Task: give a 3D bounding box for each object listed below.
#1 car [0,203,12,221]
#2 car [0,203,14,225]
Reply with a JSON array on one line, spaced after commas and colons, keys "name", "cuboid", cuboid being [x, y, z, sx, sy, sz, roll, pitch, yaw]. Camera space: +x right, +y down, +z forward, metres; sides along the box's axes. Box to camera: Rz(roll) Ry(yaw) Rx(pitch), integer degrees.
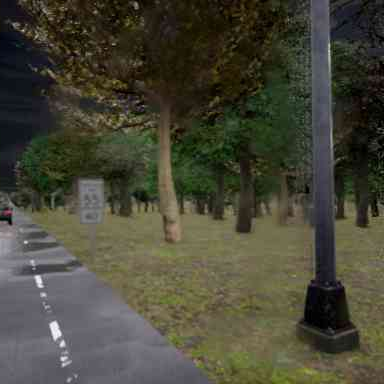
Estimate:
[{"name": "car", "cuboid": [-24.032, 2.465, 42.066, 2.150, 2.045, 5.566, 0, -2, -28]}, {"name": "car", "cuboid": [-18.863, 2.165, 32.613, 2.150, 2.045, 5.566, 0, -1, -28]}]
